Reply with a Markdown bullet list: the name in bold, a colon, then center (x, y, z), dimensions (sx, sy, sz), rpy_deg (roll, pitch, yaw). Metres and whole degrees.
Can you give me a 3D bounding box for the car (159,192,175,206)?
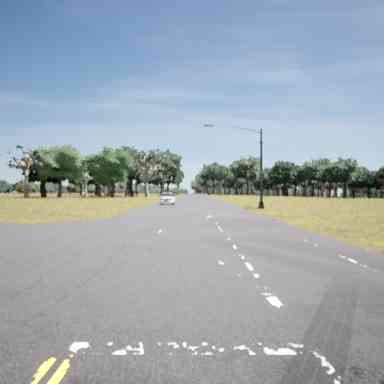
- **car**: center (-3.766, 1.064, 51.061), dimensions (2.150, 2.045, 5.566), rpy_deg (0, 0, -1)
